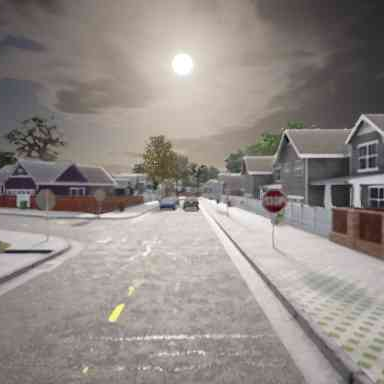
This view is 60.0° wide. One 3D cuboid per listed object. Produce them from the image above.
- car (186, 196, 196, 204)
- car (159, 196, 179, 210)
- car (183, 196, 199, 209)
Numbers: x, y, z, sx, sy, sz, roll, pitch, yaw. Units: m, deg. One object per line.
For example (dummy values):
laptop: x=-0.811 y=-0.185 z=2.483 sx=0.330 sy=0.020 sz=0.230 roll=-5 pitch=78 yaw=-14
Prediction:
car: x=-0.202 y=1.534 z=63.392 sx=1.812 sy=1.442 sz=4.674 roll=0 pitch=0 yaw=0
car: x=-3.030 y=1.459 z=42.095 sx=1.882 sy=1.535 sz=5.008 roll=0 pitch=0 yaw=0
car: x=-0.115 y=1.333 z=44.829 sx=2.097 sy=1.767 sz=4.553 roll=0 pitch=0 yaw=0
